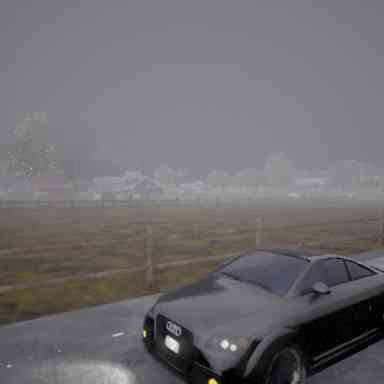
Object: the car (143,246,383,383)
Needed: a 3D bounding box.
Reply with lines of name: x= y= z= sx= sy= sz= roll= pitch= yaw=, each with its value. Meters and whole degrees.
car: x=1.394 y=1.568 z=4.986 sx=4.181 sy=1.385 sz=1.994 roll=0 pitch=0 yaw=-36
